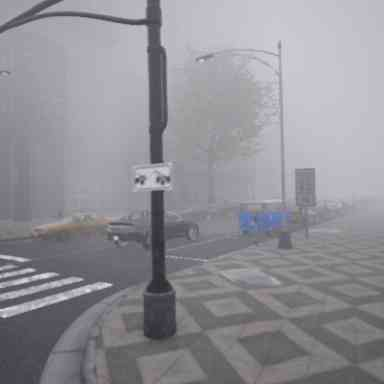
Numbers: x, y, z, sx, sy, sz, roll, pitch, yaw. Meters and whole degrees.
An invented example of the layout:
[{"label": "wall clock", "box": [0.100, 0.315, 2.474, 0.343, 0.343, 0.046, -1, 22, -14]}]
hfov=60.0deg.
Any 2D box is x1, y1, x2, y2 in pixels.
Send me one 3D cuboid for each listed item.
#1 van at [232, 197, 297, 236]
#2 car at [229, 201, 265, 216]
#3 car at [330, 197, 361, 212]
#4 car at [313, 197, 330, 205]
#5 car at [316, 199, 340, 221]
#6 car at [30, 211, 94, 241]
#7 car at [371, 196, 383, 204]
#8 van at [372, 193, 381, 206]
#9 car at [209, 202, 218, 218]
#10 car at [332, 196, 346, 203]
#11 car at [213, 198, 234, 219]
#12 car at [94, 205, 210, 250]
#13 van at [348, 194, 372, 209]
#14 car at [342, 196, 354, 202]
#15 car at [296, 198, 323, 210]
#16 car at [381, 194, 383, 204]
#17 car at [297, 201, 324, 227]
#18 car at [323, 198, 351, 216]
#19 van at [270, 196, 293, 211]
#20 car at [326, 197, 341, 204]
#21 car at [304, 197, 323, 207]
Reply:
[{"label": "van", "box": [3.971, 1.311, 17.786, 1.690, 1.788, 3.998, -2, -1, 35]}, {"label": "car", "box": [5.964, 1.742, 35.589, 2.008, 1.369, 4.403, -2, -1, 35]}, {"label": "car", "box": [16.324, 1.499, 35.569, 2.008, 1.369, 4.403, -2, -1, 35]}, {"label": "car", "box": [24.062, 1.721, 61.656, 2.008, 1.369, 4.403, -2, -1, 35]}, {"label": "car", "box": [10.149, 1.503, 26.676, 1.887, 1.381, 4.507, -2, -1, 35]}, {"label": "car", "box": [-6.206, 1.740, 18.073, 1.752, 1.417, 4.829, -2, -1, 35]}, {"label": "car", "box": [34.848, 1.496, 62.249, 1.947, 1.339, 4.313, -2, -1, 35]}, {"label": "van", "box": [28.669, 1.276, 53.359, 1.690, 1.788, 3.998, -2, -1, 35]}, {"label": "car", "box": [-0.069, 1.746, 26.900, 1.887, 1.381, 4.507, -2, -1, 35]}, {"label": "car", "box": [32.797, 1.710, 74.237, 1.887, 1.381, 4.507, -2, -1, 35]}, {"label": "car", "box": [2.942, 1.511, 31.248, 2.192, 1.841, 5.009, -2, -1, 35]}, {"label": "car", "box": [-1.533, 1.546, 14.698, 2.128, 1.511, 4.902, -2, -1, 35]}, {"label": "van", "box": [22.494, 1.282, 44.465, 1.690, 1.788, 3.998, -2, -1, 35]}, {"label": "car", "box": [39.008, 1.714, 83.182, 2.008, 1.369, 4.403, -2, -1, 35]}, {"label": "car", "box": [16.079, 1.595, 45.323, 2.128, 1.511, 4.902, -2, -1, 35]}, {"label": "car", "box": [31.857, 1.458, 57.942, 1.752, 1.417, 4.829, -2, -1, 35]}, {"label": "car", "box": [7.063, 1.530, 22.229, 1.947, 1.339, 4.313, -2, -1, 35]}, {"label": "car", "box": [13.238, 1.535, 31.123, 1.802, 1.307, 4.206, -2, -1, 35]}, {"label": "van", "box": [11.992, 1.524, 44.281, 1.690, 1.788, 3.998, -2, -1, 35]}, {"label": "car", "box": [29.692, 1.718, 69.765, 2.008, 1.369, 4.403, -2, -1, 35]}, {"label": "car", "box": [20.948, 1.698, 57.173, 1.752, 1.417, 4.829, -2, -1, 35]}]
